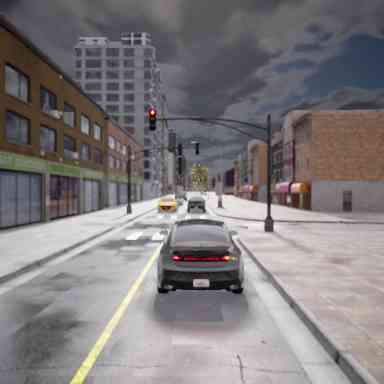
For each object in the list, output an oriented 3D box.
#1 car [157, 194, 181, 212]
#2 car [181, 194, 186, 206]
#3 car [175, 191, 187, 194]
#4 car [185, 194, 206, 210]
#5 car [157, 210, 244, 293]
[{"bbox_3d":[-2.494,1.251,34.713,1.882,1.535,5.008,0,1,1],"label":"car"},{"bbox_3d":[-2.343,1.279,48.347,1.895,1.301,4.718,0,0,1],"label":"car"},{"bbox_3d":[-2.101,0.796,65.211,2.150,2.045,5.566,0,0,1],"label":"car"},{"bbox_3d":[0.462,1.271,35.729,1.837,1.490,4.892,0,0,1],"label":"car"},{"bbox_3d":[0.183,1.448,8.654,1.837,1.490,4.892,0,0,0],"label":"car"}]
